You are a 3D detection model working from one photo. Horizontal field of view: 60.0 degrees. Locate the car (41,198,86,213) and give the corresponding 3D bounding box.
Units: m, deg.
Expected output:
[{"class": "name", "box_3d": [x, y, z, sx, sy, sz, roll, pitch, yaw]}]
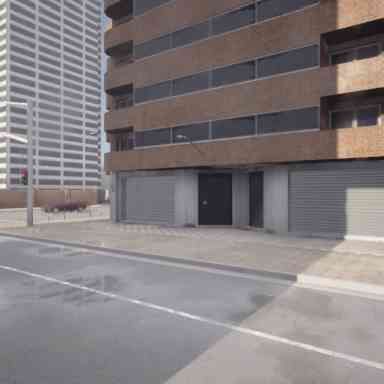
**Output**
[{"class": "car", "box_3d": [-14.164, 1.477, 36.945, 1.882, 1.535, 5.008, 0, 0, 35]}]
